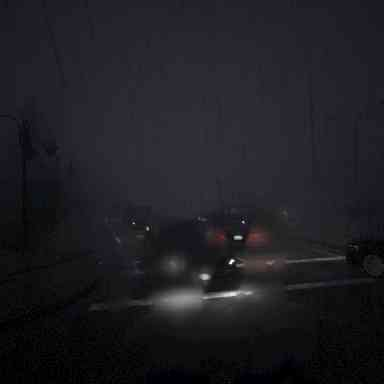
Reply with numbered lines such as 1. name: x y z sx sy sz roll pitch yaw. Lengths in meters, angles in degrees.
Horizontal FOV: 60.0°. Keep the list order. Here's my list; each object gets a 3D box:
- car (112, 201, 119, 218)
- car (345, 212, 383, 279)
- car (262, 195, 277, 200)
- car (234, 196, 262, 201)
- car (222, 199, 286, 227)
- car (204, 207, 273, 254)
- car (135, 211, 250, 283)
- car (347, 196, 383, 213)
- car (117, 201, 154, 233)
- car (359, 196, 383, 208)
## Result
1. car: -6.269 1.515 30.101 2.033 1.411 5.357 0 0 -17
2. car: 6.532 1.475 8.247 5.008 1.535 1.882 0 0 39
3. car: 10.335 1.277 47.123 2.152 1.636 5.027 0 0 -17
4. car: 7.347 1.287 46.166 2.007 1.523 4.514 0 0 -17
5. car: 2.846 1.466 19.898 5.357 1.411 2.033 -3 1 -15
6. car: 1.349 1.538 13.396 2.033 1.411 5.357 0 0 -4
7. car: -0.370 1.543 10.116 2.033 1.411 5.357 0 0 -15
8. car: 15.588 1.356 29.211 1.970 1.475 3.806 0 0 -17
9. car: -3.106 1.529 19.950 2.033 1.411 5.357 0 0 -17
10. car: 23.893 1.273 43.200 1.845 1.501 3.633 0 0 -17
